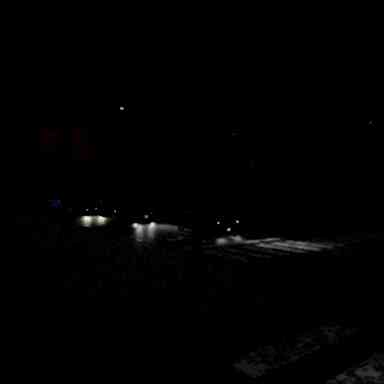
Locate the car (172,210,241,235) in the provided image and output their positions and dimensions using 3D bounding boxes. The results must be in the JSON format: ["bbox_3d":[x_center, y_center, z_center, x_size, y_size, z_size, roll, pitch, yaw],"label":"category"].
[{"bbox_3d":[0.789,1.803,20.452,1.895,1.301,4.718,1,-1,-36],"label":"car"}]

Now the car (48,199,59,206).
[{"bbox_3d":[-26.383,2.002,64.215,1.994,1.385,4.181,1,-1,-36],"label":"car"}]

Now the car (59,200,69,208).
[{"bbox_3d":[-20.238,2.002,55.657,1.895,1.301,4.718,1,-1,-36],"label":"car"}]

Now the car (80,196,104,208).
[{"bbox_3d":[-17.152,1.665,56.932,2.150,2.045,5.566,1,-1,-35],"label":"car"}]

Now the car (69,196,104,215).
[{"bbox_3d":[-11.959,1.509,38.232,2.150,2.045,5.566,1,-1,-35],"label":"car"}]

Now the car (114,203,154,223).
[{"bbox_3d":[-5.074,1.732,28.621,2.128,1.511,4.902,1,-1,-36],"label":"car"}]

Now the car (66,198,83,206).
[{"bbox_3d":[-23.114,1.984,65.236,1.837,1.490,4.892,1,-1,-36],"label":"car"}]
